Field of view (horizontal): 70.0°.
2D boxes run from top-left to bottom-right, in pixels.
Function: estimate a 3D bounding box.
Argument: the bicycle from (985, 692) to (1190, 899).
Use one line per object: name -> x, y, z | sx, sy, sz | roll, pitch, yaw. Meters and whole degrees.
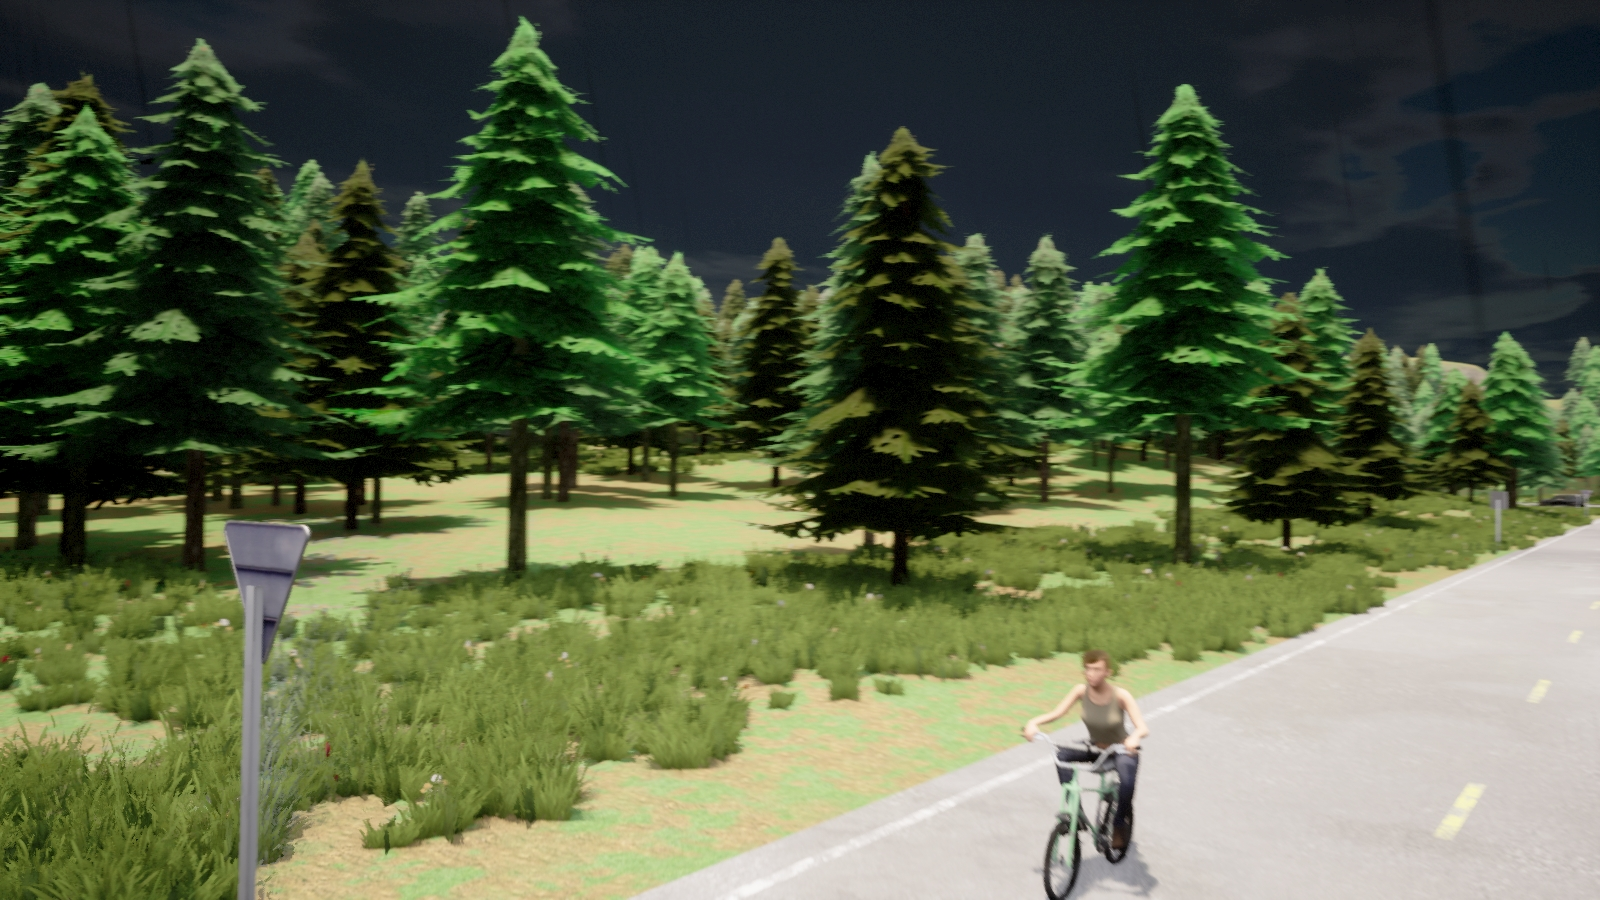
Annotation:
bicycle -> 2.029, 2.378, 7.942 | 0.859, 1.080, 1.487 | 0, -2, 37
